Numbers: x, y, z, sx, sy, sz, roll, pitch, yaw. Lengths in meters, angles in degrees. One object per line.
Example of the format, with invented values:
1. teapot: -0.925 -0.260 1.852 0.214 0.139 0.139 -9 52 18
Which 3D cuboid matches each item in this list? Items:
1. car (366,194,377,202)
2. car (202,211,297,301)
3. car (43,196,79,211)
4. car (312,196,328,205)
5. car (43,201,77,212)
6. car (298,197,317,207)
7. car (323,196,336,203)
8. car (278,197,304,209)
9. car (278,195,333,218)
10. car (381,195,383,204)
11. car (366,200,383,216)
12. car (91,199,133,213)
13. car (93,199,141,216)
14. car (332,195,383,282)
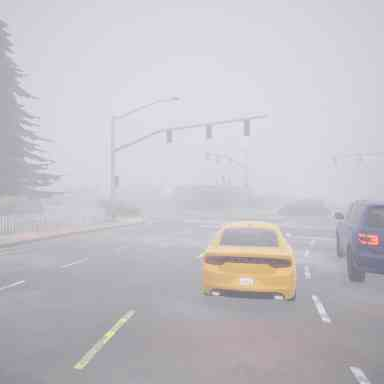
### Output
1. car: 43.008 1.355 79.695 2.097 1.767 4.553 0 0 32
2. car: 1.513 1.478 8.484 1.882 1.535 5.008 0 0 12
3. car: -16.939 1.407 43.044 4.553 1.767 2.097 0 0 32
4. car: 23.931 1.564 62.103 1.994 1.385 4.181 0 0 32
5. car: -15.011 1.581 37.705 4.674 1.442 1.812 0 0 32
6. car: 18.698 1.526 53.694 1.812 1.442 4.674 0 0 31
7. car: 29.182 1.524 70.581 1.812 1.442 4.674 0 0 32
8. car: 13.550 1.491 45.350 2.128 1.511 4.902 0 0 32
9. car: 10.190 1.398 30.433 4.553 1.767 2.097 0 0 32
10. car: 38.020 1.478 64.904 1.882 1.535 5.008 0 0 32
11. car: 19.572 1.598 31.867 2.033 1.411 5.357 0 0 -17
12. car: -9.226 1.560 38.216 4.892 1.490 1.837 0 0 32
13. car: -7.172 1.560 32.794 4.892 1.490 1.837 0 0 34
14. car: 5.479 1.221 9.507 2.150 2.045 5.566 0 0 19
